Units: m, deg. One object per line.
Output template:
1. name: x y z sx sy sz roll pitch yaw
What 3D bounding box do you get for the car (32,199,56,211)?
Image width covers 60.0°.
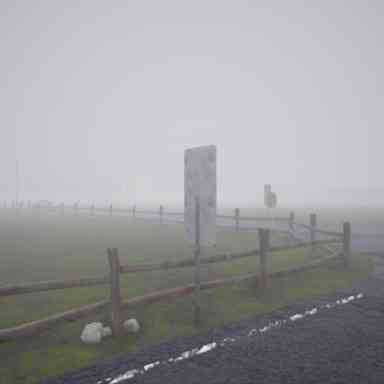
1. car: -21.676 1.873 48.624 2.097 1.767 4.553 0 -1 -44
